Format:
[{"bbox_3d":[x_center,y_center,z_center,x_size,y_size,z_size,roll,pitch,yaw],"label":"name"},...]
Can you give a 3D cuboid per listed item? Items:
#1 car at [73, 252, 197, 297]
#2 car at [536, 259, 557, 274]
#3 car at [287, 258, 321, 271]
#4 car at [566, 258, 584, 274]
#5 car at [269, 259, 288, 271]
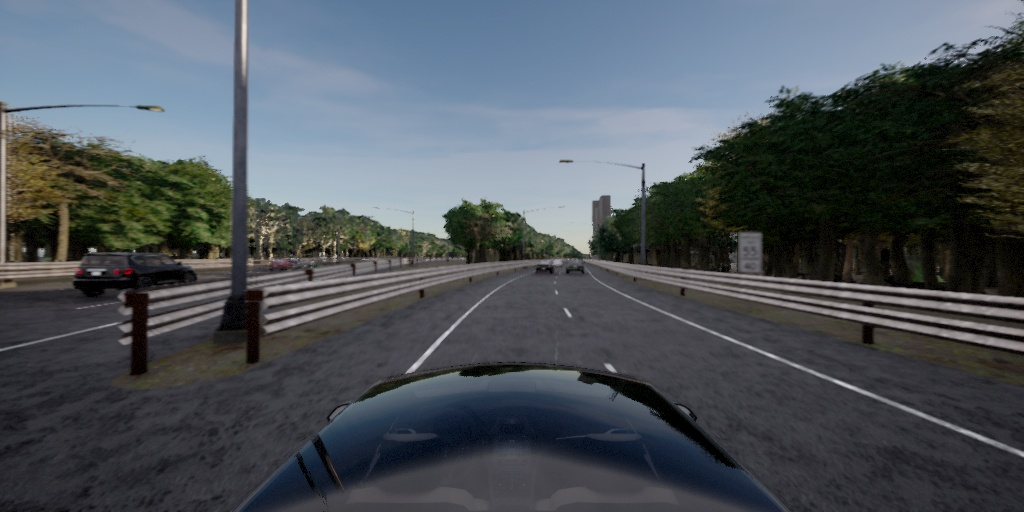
[{"bbox_3d":[-18.648,0.847,18.138,2.150,2.045,5.566,0,0,-14],"label":"car"},{"bbox_3d":[4.002,1.271,42.985,1.882,1.535,5.008,0,0,10],"label":"car"},{"bbox_3d":[-23.833,1.181,41.739,1.895,1.301,4.718,0,0,-11],"label":"car"},{"bbox_3d":[7.580,1.166,43.124,2.097,1.767,4.553,0,0,10],"label":"car"},{"bbox_3d":[-27.692,1.069,43.480,1.812,1.442,4.674,1,-1,-12],"label":"car"}]
